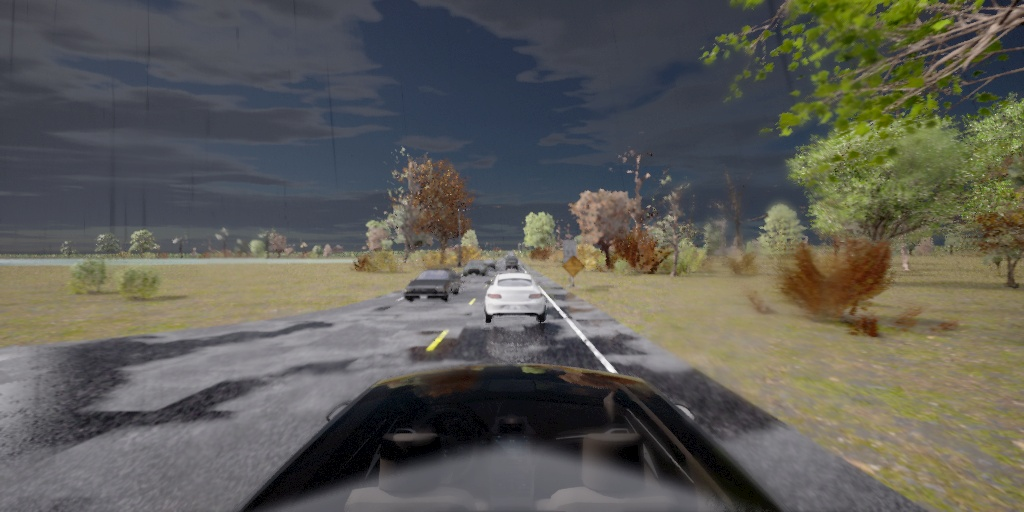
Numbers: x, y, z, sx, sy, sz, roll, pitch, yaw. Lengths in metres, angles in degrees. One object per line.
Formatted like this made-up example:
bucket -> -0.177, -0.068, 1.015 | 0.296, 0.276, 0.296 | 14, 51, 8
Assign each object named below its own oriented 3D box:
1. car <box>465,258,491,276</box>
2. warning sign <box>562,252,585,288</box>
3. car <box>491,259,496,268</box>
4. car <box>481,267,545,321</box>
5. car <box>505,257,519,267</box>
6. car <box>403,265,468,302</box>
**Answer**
car -> -3.597, 1.133, 35.906 | 2.097, 1.767, 4.553 | 0, 0, 0
warning sign -> 3.547, 0.868, 20.763 | 1.300, 1.860, 1.060 | 0, 0, 0
car -> -3.510, 1.253, 55.947 | 1.882, 1.535, 5.008 | 0, 0, 0
car -> 0.084, 1.288, 12.334 | 1.812, 1.442, 4.674 | 0, 0, 0
car -> -0.007, 1.267, 52.046 | 1.837, 1.490, 4.892 | 0, 0, 0
car -> -3.620, 1.325, 17.381 | 2.033, 1.411, 5.357 | 0, 0, 0
